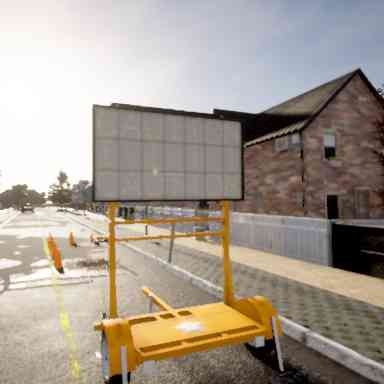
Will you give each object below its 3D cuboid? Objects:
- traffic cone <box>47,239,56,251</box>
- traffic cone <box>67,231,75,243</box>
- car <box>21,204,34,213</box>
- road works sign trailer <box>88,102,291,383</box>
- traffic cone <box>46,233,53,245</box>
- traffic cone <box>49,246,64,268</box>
[{"bbox_3d":[-5.261,2.196,12.709,0.340,0.580,0.340,0,-1,-26],"label":"traffic cone"},{"bbox_3d":[-6.083,2.271,16.749,0.340,0.580,0.340,0,-1,-25],"label":"traffic cone"},{"bbox_3d":[-27.724,2.815,56.115,1.837,1.490,4.892,0,-1,-26],"label":"car"},{"bbox_3d":[-0.346,0.546,5.115,2.380,3.560,2.880,0,-1,-25],"label":"road works sign trailer"},{"bbox_3d":[-6.122,2.233,14.514,0.340,0.580,0.340,0,-1,-26],"label":"traffic cone"},{"bbox_3d":[-4.400,2.159,10.905,0.340,0.580,0.340,0,-1,-26],"label":"traffic cone"}]
